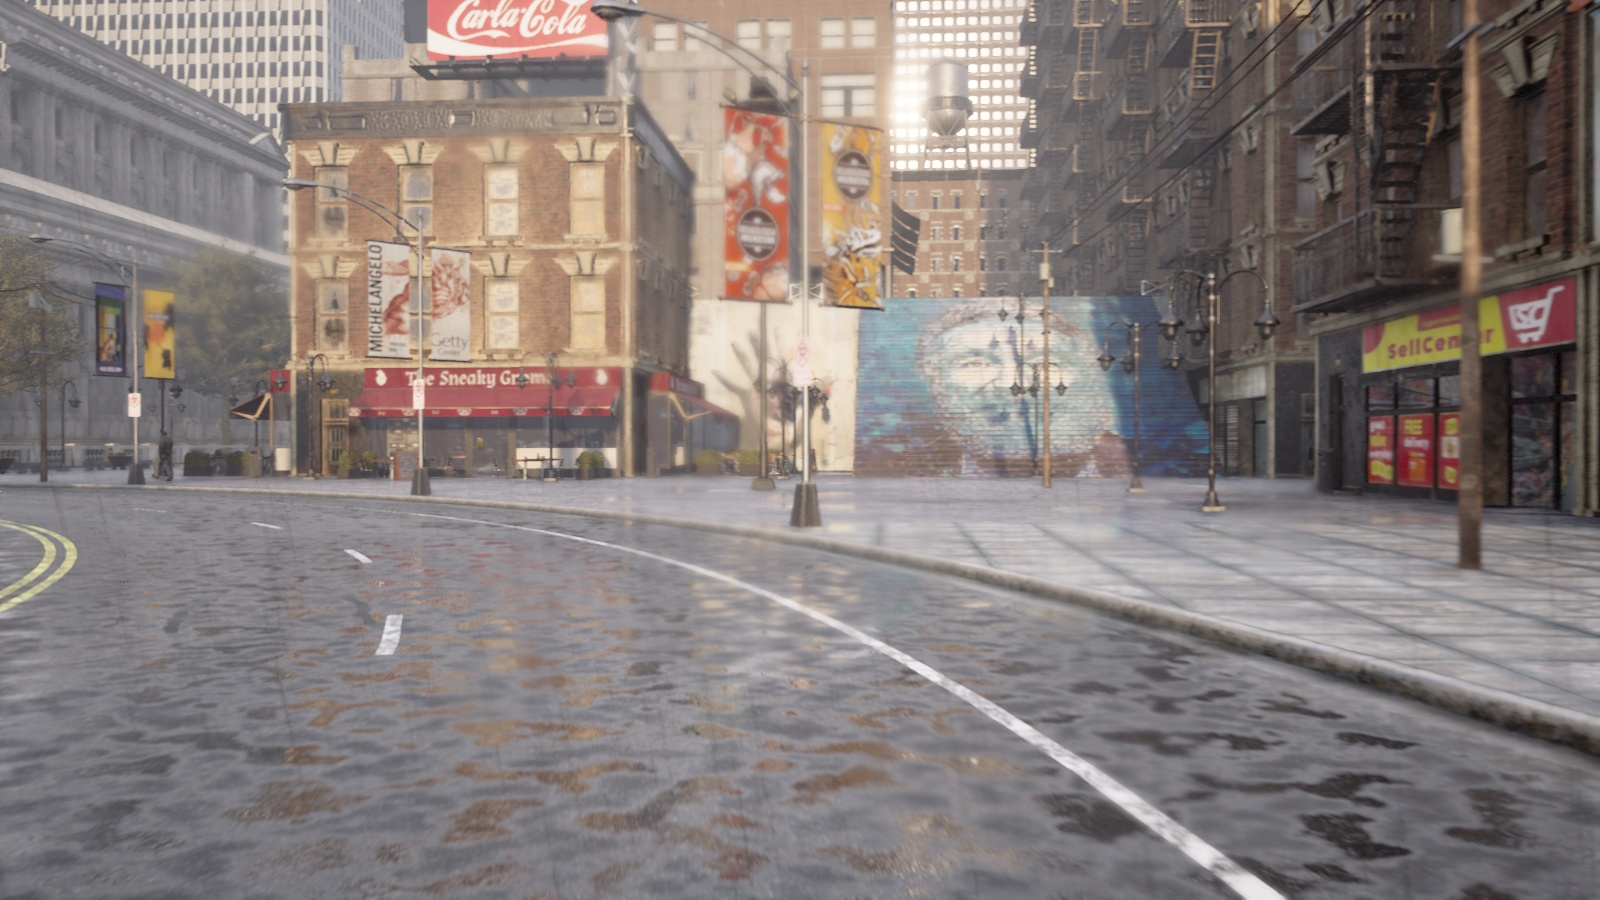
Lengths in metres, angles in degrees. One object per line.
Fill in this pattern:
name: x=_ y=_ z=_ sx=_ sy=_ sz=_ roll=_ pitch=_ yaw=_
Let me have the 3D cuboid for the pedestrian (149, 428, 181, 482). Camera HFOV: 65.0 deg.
pedestrian: x=-22.403 y=0.160 z=44.294 sx=0.849 sy=1.883 sz=0.563 roll=0 pitch=0 yaw=21
